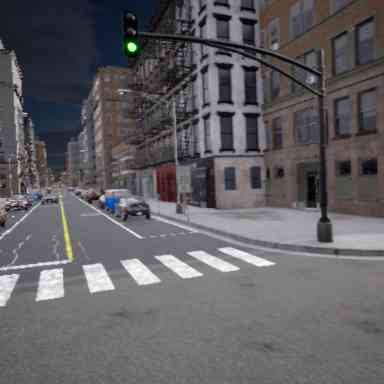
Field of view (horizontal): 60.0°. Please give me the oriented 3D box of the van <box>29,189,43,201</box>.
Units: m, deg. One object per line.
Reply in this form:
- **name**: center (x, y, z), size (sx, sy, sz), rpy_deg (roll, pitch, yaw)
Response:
- **van**: center (-25.437, 0.568, 53.388), size (1.690, 1.788, 3.998), rpy_deg (-3, 2, -22)

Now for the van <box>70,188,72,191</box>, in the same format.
- **van**: center (-30.002, -0.361, 86.494), size (1.690, 1.788, 3.998), rpy_deg (-3, 2, -22)

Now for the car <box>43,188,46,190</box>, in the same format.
- **car**: center (-27.453, 0.455, 58.403), size (2.192, 1.841, 5.009), rpy_deg (-3, 2, -22)

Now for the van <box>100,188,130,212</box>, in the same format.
- **van**: center (-5.888, 0.685, 26.276), size (1.690, 1.788, 3.998), rpy_deg (-3, 2, -22)

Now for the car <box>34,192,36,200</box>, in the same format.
- **car**: center (-19.320, 1.015, 38.189), size (1.752, 1.417, 4.829), rpy_deg (-3, 2, -22)

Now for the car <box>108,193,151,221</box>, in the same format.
- **car**: center (-3.871, 0.982, 21.265), size (2.008, 1.369, 4.403), rpy_deg (-3, 2, -22)

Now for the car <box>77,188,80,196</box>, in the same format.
- **car**: center (-18.001, 0.344, 56.548), size (1.752, 1.417, 4.829), rpy_deg (-3, 2, -22)

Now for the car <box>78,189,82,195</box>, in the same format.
- **car**: center (-15.927, 0.459, 51.374), size (2.008, 1.369, 4.403), rpy_deg (-3, 2, -22)

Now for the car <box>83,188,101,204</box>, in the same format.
- **car**: center (-11.918, 0.397, 41.330), size (2.192, 1.841, 5.009), rpy_deg (-3, 2, -22)

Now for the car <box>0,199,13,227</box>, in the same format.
- **car**: center (-11.259, 1.362, 18.127), size (1.752, 1.417, 4.829), rpy_deg (-3, 2, -22)

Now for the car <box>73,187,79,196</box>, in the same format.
- **car**: center (-23.965, 0.105, 71.447), size (1.887, 1.381, 4.507), rpy_deg (-3, 2, -22)

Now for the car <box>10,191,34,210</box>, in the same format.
- **car**: center (-17.372, 1.014, 33.329), size (1.967, 1.590, 4.097), rpy_deg (-3, 2, -22)

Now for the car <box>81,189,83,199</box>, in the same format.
- **car**: center (-13.917, 0.561, 46.356), size (1.947, 1.339, 4.313), rpy_deg (-3, 2, -22)

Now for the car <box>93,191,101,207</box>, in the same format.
- **car**: center (-7.888, 0.838, 31.302), size (1.802, 1.307, 4.206), rpy_deg (-3, 2, -22)

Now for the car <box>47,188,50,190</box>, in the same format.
- **car**: center (-35.515, 0.108, 78.467), size (2.192, 1.841, 5.009), rpy_deg (-3, 2, -22)

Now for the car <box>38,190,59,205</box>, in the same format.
- **car**: center (-18.172, 0.859, 42.484), size (1.994, 1.385, 4.181), rpy_deg (-3, 2, -22)

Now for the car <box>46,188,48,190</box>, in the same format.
- **car**: center (-33.490, 0.430, 73.459), size (2.008, 1.369, 4.403), rpy_deg (-3, 2, -22)

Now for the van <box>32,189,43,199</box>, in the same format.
- **van**: center (-29.468, 0.395, 63.420), size (1.690, 1.788, 3.998), rpy_deg (-3, 2, -22)
